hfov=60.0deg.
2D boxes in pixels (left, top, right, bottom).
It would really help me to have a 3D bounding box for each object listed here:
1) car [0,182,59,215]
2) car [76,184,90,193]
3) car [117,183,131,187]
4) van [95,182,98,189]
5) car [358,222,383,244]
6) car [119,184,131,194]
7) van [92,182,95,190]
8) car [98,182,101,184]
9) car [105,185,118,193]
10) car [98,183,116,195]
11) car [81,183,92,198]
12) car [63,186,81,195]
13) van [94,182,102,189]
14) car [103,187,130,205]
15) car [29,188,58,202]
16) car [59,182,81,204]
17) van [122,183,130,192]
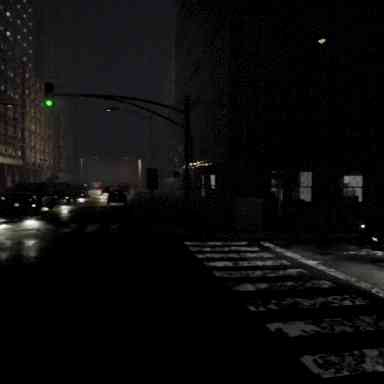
[{"bbox_3d":[-11.050,0.338,22.792,2.150,2.045,5.566,0,2,-10],"label":"car"},{"bbox_3d":[-20.549,-0.752,62.701,1.967,1.590,4.097,0,2,-10],"label":"car"},{"bbox_3d":[-10.878,-0.507,53.174,2.192,1.841,5.009,0,2,-10],"label":"car"},{"bbox_3d":[-22.457,-1.207,73.581,1.690,1.788,3.998,0,2,-10],"label":"van"},{"bbox_3d":[8.900,1.470,12.734,4.718,1.301,1.895,1,2,-12],"label":"car"},{"bbox_3d":[-11.833,-0.560,58.621,1.967,1.590,4.097,0,2,-10],"label":"car"},{"bbox_3d":[-21.503,-1.029,68.139,1.690,1.788,3.998,0,2,-10],"label":"van"},{"bbox_3d":[-24.365,-1.588,84.463,2.192,1.841,5.009,0,2,-10],"label":"car"},{"bbox_3d":[-15.024,-0.583,62.025,2.033,1.411,5.357,0,2,-10],"label":"car"},{"bbox_3d":[-13.170,-0.273,51.890,1.812,1.442,4.674,0,2,-10],"label":"car"},{"bbox_3d":[-14.479,-0.162,42.443,2.097,1.767,4.553,0,2,-10],"label":"car"},{"bbox_3d":[-18.641,-0.271,51.821,1.947,1.339,4.313,0,2,-10],"label":"car"},{"bbox_3d":[-25.319,-1.740,89.906,1.690,1.788,3.998,0,2,-10],"label":"van"},{"bbox_3d":[-7.015,0.446,31.425,1.947,1.339,4.313,0,2,-10],"label":"car"},{"bbox_3d":[-15.779,0.273,35.496,1.802,1.307,4.206,0,2,-10],"label":"car"},{"bbox_3d":[-12.823,0.013,32.914,2.150,2.045,5.566,0,2,-10],"label":"car"},{"bbox_3d":[-13.741,-1.014,69.501,1.690,1.788,3.998,0,2,-10],"label":"van"}]
